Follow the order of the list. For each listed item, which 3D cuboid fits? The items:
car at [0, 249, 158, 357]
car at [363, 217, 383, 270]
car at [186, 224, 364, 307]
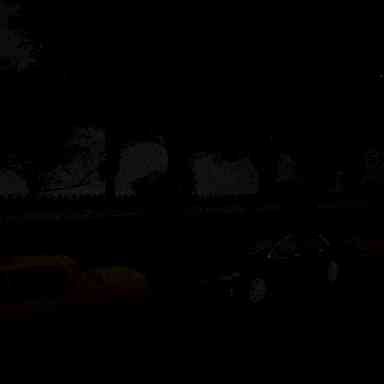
[{"bbox_3d":[-2.834,1.526,4.539,4.829,1.417,1.752,0,0,-35],"label":"car"},{"bbox_3d":[6.336,1.533,11.075,4.829,1.417,1.752,0,0,-35],"label":"car"},{"bbox_3d":[1.889,1.554,7.905,4.403,1.369,2.008,0,0,-35],"label":"car"}]
